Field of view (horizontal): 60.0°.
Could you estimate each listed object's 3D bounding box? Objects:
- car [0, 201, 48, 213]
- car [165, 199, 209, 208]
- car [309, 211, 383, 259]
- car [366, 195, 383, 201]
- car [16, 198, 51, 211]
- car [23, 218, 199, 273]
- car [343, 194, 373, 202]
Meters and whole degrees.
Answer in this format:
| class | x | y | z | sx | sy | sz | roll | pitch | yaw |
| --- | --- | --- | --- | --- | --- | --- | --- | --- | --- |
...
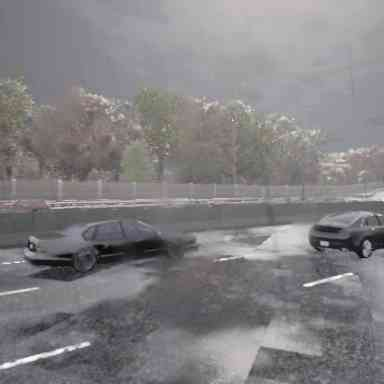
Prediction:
| class | x | y | z | sx | sy | sz | roll | pitch | yaw |
| --- | --- | --- | --- | --- | --- | --- | --- | --- | --- |
| car | -10.743 | 1.476 | 17.825 | 5.008 | 1.535 | 1.882 | 0 | 0 | -35 |
| car | -0.491 | 1.489 | 33.732 | 4.902 | 1.511 | 2.128 | 0 | 0 | -35 |
| car | 6.451 | 1.501 | 12.650 | 4.892 | 1.490 | 1.837 | 0 | 0 | -36 |
| car | 25.423 | 1.523 | 43.513 | 4.902 | 1.511 | 2.128 | 0 | 0 | -36 |
| car | -14.398 | 1.348 | 28.113 | 4.553 | 1.767 | 2.097 | 0 | 0 | -35 |
| car | -2.376 | 1.545 | 10.653 | 5.357 | 1.411 | 2.033 | 0 | 0 | -36 |
| car | 23.365 | 1.236 | 46.344 | 5.566 | 2.045 | 2.150 | 0 | 0 | -36 |
